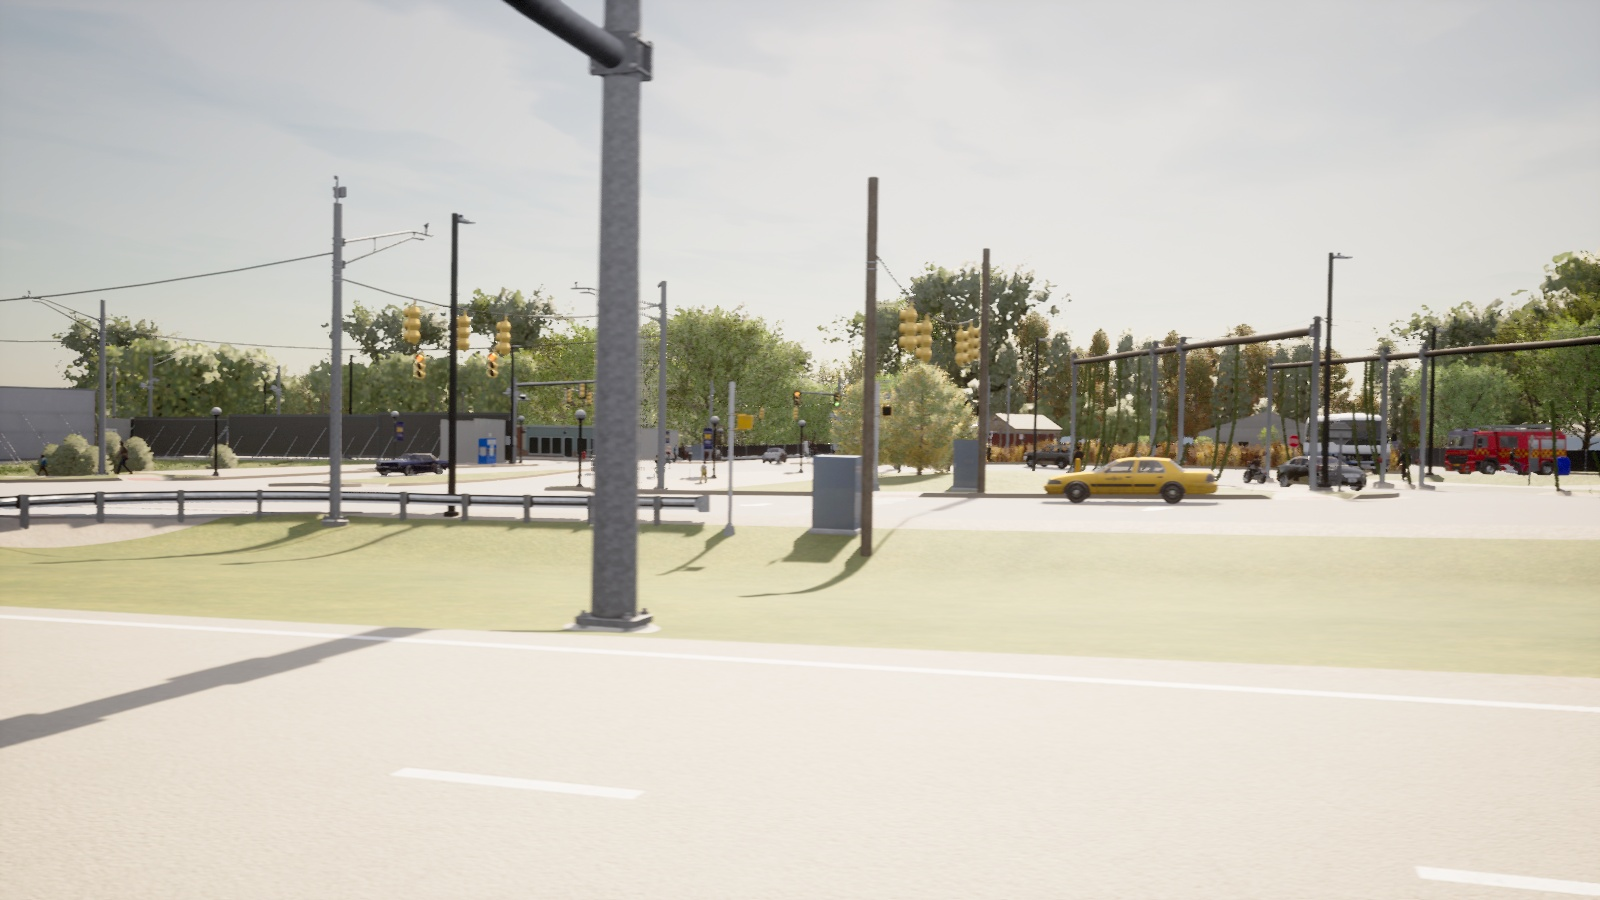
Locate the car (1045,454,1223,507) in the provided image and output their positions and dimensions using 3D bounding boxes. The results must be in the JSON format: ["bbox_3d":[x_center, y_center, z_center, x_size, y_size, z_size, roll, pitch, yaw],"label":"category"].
[{"bbox_3d":[10.649,0.950,40.087,5.366,1.575,1.801,0,1,18],"label":"car"}]

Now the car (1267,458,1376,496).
[{"bbox_3d":[22.278,1.134,53.863,2.128,1.511,4.902,1,0,-8],"label":"car"}]

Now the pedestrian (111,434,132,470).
[{"bbox_3d":[-34.890,0.099,64.587,0.328,1.805,0.869,3,2,43],"label":"pedestrian"}]

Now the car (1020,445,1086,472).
[{"bbox_3d":[19.355,0.621,96.217,1.932,1.855,4.605,-1,3,-42],"label":"car"}]

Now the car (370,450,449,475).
[{"bbox_3d":[-22.360,0.678,72.087,1.895,1.301,4.718,1,1,18],"label":"car"}]

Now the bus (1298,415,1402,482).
[{"bbox_3d":[37.586,-0.098,86.321,3.944,4.253,10.273,1,0,9],"label":"bus"}]

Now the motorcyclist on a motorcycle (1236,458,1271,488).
[{"bbox_3d":[25.219,1.266,69.858,0.766,1.649,2.350,1,0,-8],"label":"motorcyclist on a motorcycle"}]
